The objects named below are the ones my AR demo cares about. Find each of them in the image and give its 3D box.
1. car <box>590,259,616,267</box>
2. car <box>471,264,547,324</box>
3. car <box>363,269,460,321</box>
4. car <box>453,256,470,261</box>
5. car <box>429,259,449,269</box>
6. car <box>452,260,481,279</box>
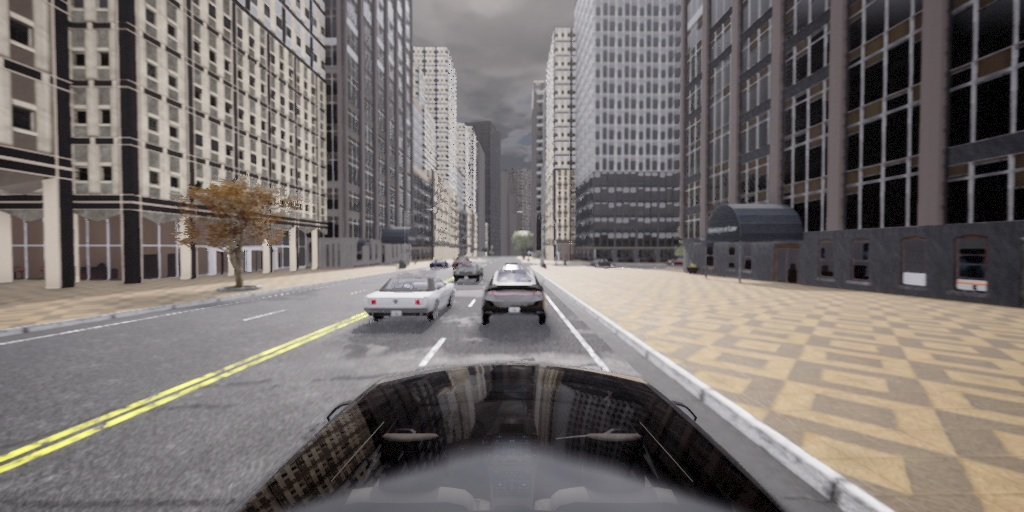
[{"bbox_3d":[15.919,1.241,62.574,4.403,1.370,2.007,0,0,-1],"label":"car"},{"bbox_3d":[0.065,1.184,11.694,2.128,1.511,4.902,0,0,0],"label":"car"},{"bbox_3d":[-3.185,1.293,12.166,1.895,1.301,4.718,0,0,0],"label":"car"},{"bbox_3d":[-6.566,0.849,47.192,2.097,1.767,4.553,0,0,0],"label":"car"},{"bbox_3d":[-9.808,1.092,48.383,1.895,1.301,4.718,0,0,0],"label":"car"},{"bbox_3d":[-3.184,1.210,27.174,1.895,1.301,4.718,0,0,0],"label":"car"}]
